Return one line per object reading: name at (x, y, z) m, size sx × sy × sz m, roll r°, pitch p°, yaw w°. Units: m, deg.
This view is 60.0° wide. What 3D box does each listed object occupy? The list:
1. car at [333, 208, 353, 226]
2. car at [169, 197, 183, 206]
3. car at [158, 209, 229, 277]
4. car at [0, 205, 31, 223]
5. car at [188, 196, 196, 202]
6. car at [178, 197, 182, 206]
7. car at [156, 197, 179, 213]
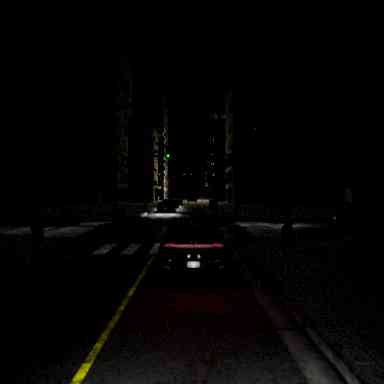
car at (12.413, 1.549, 23.201) m, size 4.902 × 1.511 × 2.128 m, roll 0°, pitch 0°, yaw 0°
car at (-2.796, 1.583, 58.132) m, size 2.128 × 1.511 × 4.902 m, roll 0°, pitch 0°, yaw 1°
car at (0.056, 1.516, 10.336) m, size 2.128 × 1.511 × 4.902 m, roll 0°, pitch 0°, yaw 0°
car at (-14.757, 1.644, 25.770) m, size 4.313 × 1.339 × 1.947 m, roll 0°, pitch 0°, yaw 0°
car at (0.020, 1.643, 77.614) m, size 1.812 × 1.442 × 4.674 m, roll 0°, pitch 0°, yaw 0°
car at (-2.830, 1.605, 47.707) m, size 1.812 × 1.442 × 4.674 m, roll 0°, pitch 0°, yaw 0°
car at (-2.842, 1.632, 37.638) m, size 1.994 × 1.385 × 4.181 m, roll 0°, pitch 0°, yaw 1°
